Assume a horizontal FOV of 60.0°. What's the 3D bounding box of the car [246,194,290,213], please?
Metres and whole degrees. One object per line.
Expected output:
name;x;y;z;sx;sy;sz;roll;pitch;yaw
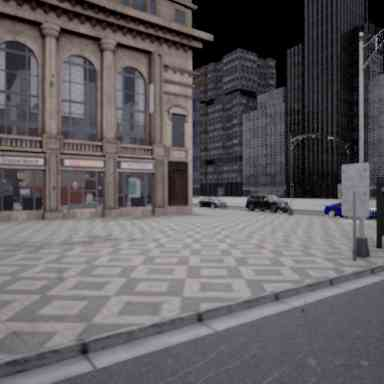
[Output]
car;8.381;1.257;36.971;2.150;2.045;5.566;0;0;-34

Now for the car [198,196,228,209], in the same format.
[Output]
car;2.813;1.360;45.238;2.097;1.767;4.553;0;0;-34

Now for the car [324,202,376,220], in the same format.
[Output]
car;13.945;1.540;28.730;1.882;1.535;5.008;0;0;-35
